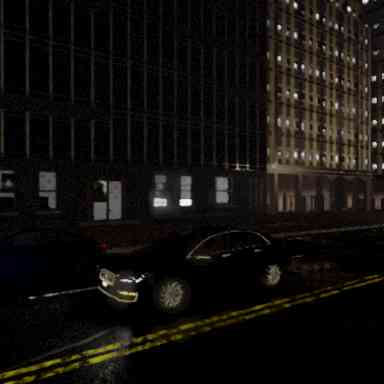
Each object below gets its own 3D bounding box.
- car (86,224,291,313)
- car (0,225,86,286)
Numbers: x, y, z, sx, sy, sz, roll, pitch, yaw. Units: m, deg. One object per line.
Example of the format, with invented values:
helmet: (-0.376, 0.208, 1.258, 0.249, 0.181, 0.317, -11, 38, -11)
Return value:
car: (0.288, 1.569, 7.883, 4.892, 1.490, 1.837, 1, -1, -35)
car: (-4.340, 1.581, 8.572, 4.181, 1.385, 1.994, 1, -1, -36)
